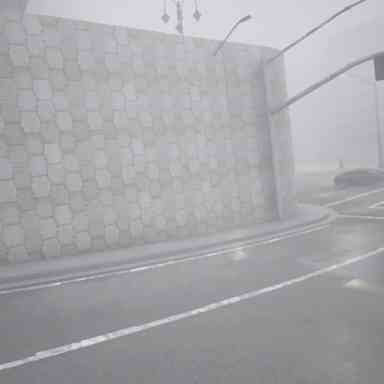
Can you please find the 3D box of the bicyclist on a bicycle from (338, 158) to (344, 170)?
[{"bbox_3d":[20.054,-3.781,44.849,1.656,1.620,0.582,-11,6,-35],"label":"bicyclist on a bicycle"}]

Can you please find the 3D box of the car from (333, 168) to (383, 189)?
[{"bbox_3d":[13.589,-1.095,25.967,1.837,1.490,4.892,-11,6,-36],"label":"car"}]
